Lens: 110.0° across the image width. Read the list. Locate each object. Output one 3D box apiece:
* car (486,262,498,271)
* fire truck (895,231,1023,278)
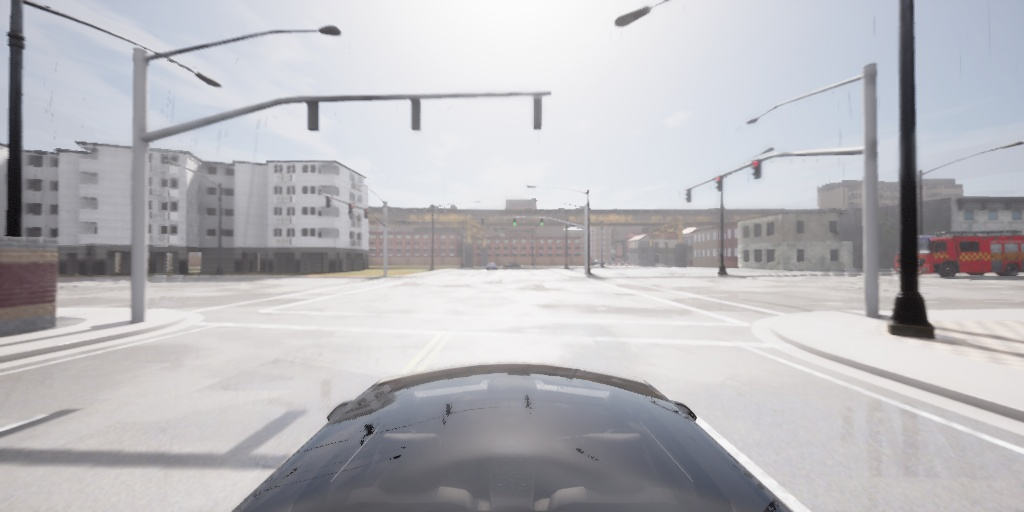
[{"bbox_3d":[-3.539,1.820,62.524,1.812,1.442,4.674,0,0,0],"label":"car"},{"bbox_3d":[38.295,-0.119,30.619,8.468,3.827,2.891,-1,-1,1],"label":"fire truck"}]
